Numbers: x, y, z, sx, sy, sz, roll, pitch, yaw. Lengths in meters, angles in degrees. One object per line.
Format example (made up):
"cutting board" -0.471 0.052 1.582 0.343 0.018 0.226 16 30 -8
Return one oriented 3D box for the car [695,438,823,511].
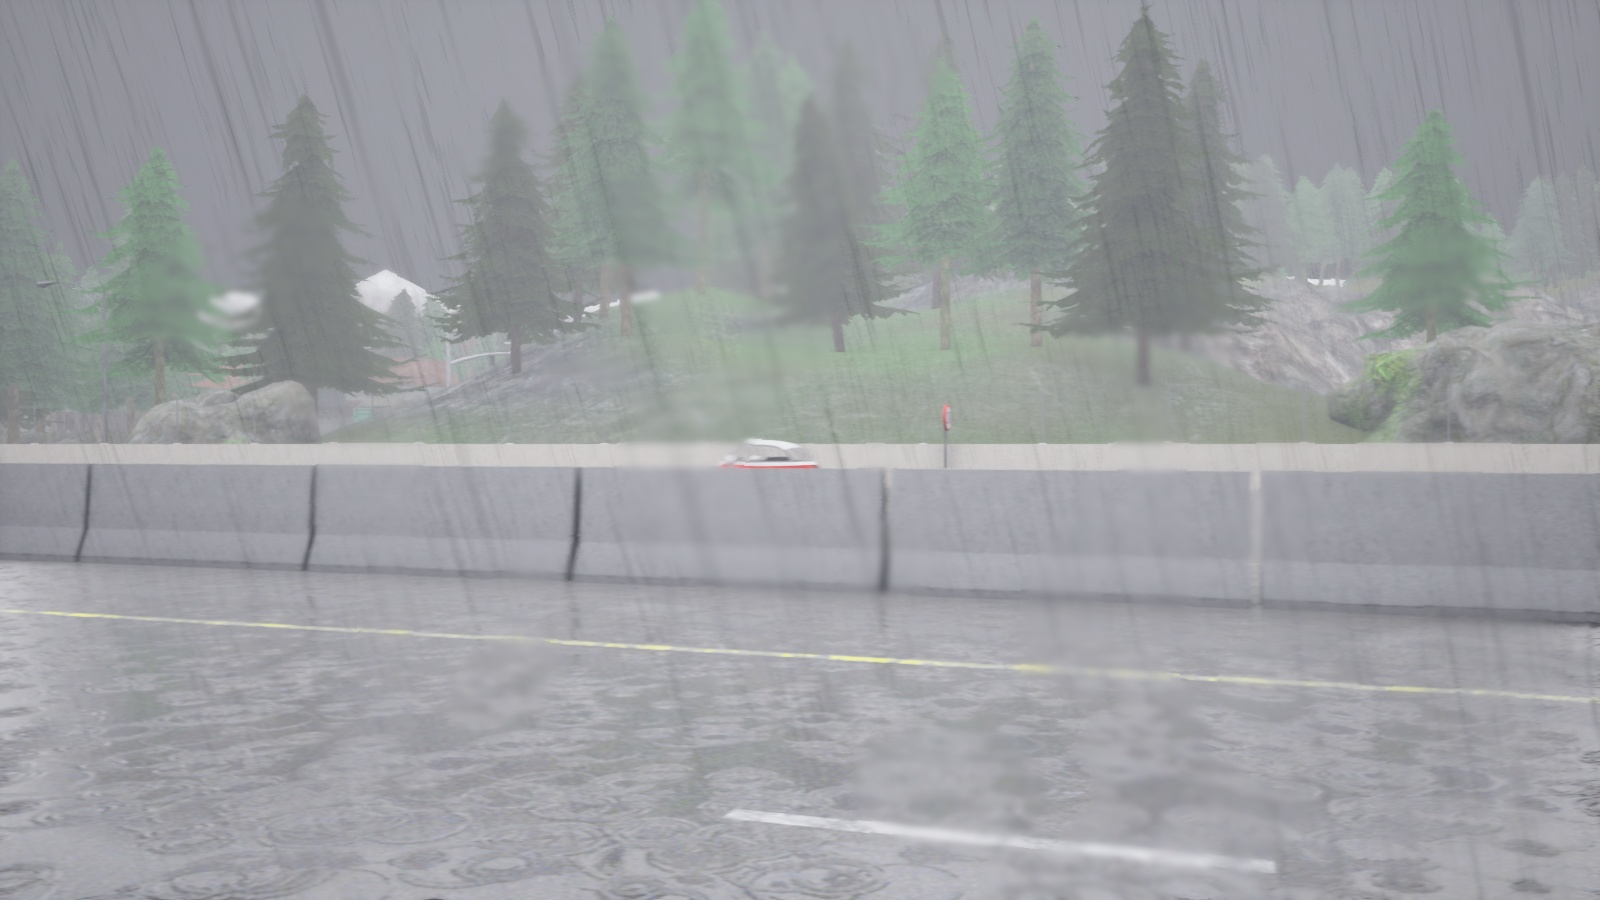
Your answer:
"car" -0.816 0.467 25.622 2.207 1.376 1.481 1 1 19
